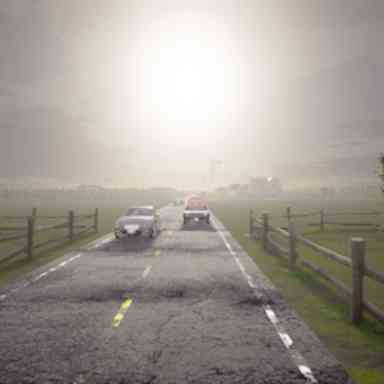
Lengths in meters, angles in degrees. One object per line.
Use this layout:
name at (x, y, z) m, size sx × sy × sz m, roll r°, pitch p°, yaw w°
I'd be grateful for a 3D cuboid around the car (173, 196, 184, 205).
car at (-2.307, 1.479, 57.990) m, size 2.128 × 1.511 × 4.902 m, roll 0°, pitch 0°, yaw 1°

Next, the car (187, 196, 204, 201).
car at (0.463, 1.326, 42.133) m, size 2.097 × 1.767 × 4.553 m, roll 0°, pitch 0°, yaw 0°

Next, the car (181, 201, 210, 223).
car at (0.323, 1.579, 25.030) m, size 1.895 × 1.301 × 4.718 m, roll 0°, pitch 0°, yaw 0°

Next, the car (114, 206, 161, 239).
car at (-2.693, 1.482, 17.321) m, size 2.128 × 1.511 × 4.902 m, roll 0°, pitch 0°, yaw 1°
